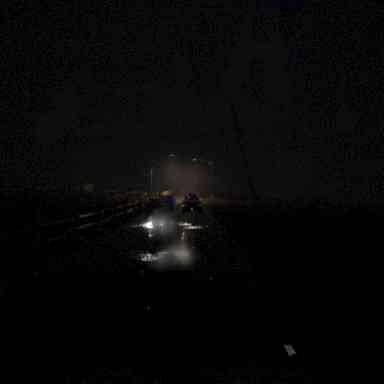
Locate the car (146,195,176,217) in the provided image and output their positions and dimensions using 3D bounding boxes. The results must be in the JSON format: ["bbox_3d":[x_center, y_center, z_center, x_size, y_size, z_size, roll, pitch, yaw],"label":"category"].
[{"bbox_3d":[-2.750,1.279,28.438,2.128,1.511,4.902,0,1,0],"label":"car"}]

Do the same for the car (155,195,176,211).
[{"bbox_3d":[-2.749,1.123,35.634,1.882,1.535,5.008,0,1,0],"label":"car"}]

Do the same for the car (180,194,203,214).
[{"bbox_3d":[0.005,1.249,31.121,1.812,1.442,4.674,0,1,0],"label":"car"}]

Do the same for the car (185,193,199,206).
[{"bbox_3d":[0.042,0.977,44.653,1.837,1.490,4.892,0,1,1],"label":"car"}]
